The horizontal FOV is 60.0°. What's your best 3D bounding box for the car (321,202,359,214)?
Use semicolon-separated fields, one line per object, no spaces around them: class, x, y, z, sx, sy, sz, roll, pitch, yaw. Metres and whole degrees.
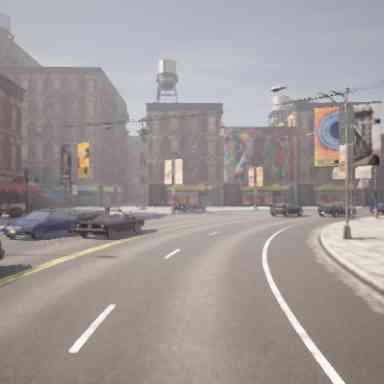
car;18.734;2.016;42.120;4.674;1.442;1.812;0;-1;-27

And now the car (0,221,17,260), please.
car;-6.761;1.638;7.854;2.033;1.411;5.357;0;-1;4

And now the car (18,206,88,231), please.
car;-9.798;1.794;23.939;2.002;1.452;4.674;0;-1;20

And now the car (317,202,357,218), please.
car;15.481;1.924;36.020;4.892;1.490;1.837;1;-1;-39

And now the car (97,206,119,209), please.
car;-7.610;1.931;29.234;1.895;1.301;4.718;0;-1;30

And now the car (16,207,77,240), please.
car;-8.227;1.740;18.695;1.812;1.442;4.674;0;-1;16

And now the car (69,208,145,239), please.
car;-4.521;1.819;18.953;1.895;1.301;4.718;0;-1;18

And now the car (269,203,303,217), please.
car;10.316;1.912;36.204;4.902;1.511;2.128;1;-1;-45

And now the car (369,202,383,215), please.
car;23.718;1.998;40.487;4.674;1.442;1.812;0;-1;-21
